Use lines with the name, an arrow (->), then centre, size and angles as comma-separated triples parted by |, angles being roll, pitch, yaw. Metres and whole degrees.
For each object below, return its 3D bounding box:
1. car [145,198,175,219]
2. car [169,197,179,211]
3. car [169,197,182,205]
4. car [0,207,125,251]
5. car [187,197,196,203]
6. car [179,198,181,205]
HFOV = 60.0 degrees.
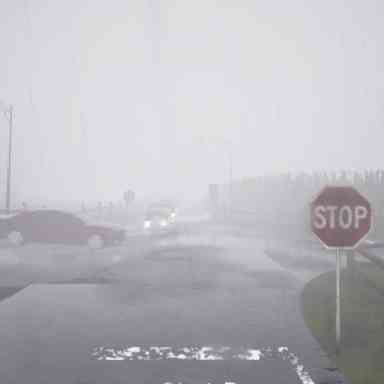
car -> -2.888, 1.562, 29.179 | 2.033, 1.411, 5.357 | 0, 0, 0
car -> -2.901, 1.502, 38.859 | 1.882, 1.535, 5.008 | 0, 0, 0
car -> -2.894, 1.597, 59.409 | 2.033, 1.411, 5.357 | 0, 0, 1
car -> -5.220, 1.412, 13.531 | 5.008, 1.535, 1.882 | 3, 0, 0
car -> -0.109, 1.664, 70.941 | 1.895, 1.301, 4.718 | 0, 0, 0
car -> -2.902, 1.529, 49.228 | 2.128, 1.511, 4.902 | 0, 0, 0
